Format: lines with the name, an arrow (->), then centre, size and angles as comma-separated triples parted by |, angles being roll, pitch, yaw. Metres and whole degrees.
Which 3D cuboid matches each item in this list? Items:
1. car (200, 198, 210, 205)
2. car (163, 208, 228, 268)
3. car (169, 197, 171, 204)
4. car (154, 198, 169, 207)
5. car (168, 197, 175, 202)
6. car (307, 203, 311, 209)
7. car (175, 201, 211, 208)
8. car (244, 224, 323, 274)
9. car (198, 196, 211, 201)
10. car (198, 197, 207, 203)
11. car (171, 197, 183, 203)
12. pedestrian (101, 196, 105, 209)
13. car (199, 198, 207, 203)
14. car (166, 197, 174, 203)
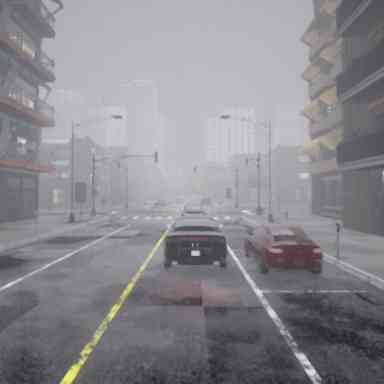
car -> 2.710, 1.972, 70.689 | 1.947, 1.339, 4.313 | 0, 0, 0
car -> 0.102, 1.537, 11.481 | 1.882, 1.535, 5.008 | 0, -1, 0
car -> -5.672, 1.937, 65.165 | 1.947, 1.339, 4.313 | 0, 0, 0
car -> -5.761, 1.880, 59.644 | 1.887, 1.381, 4.507 | 0, 0, 0
car -> -5.664, 2.139, 92.791 | 1.802, 1.307, 4.206 | 0, 0, 0
car -> 17.501, 1.594, 43.960 | 4.313, 1.339, 1.947 | -1, 0, 0
car -> 0.108, 1.615, 23.321 | 2.128, 1.511, 4.902 | 0, 0, 0
car -> 2.695, 1.635, 10.412 | 1.802, 1.307, 4.206 | 0, 0, 0
car -> 2.709, 1.685, 65.165 | 2.192, 1.841, 5.009 | 0, 0, 0
car -> 2.714, 2.069, 87.264 | 2.008, 1.369, 4.403 | 0, 0, 0
car -> -2.979, 1.980, 75.805 | 2.033, 1.411, 5.357 | 0, 0, 0
pedestrian -> -12.499, 1.543, 46.905 | 0.375, 1.860, 0.375 | 0, 0, 0
car -> 2.713, 2.046, 81.739 | 1.947, 1.339, 4.313 | 0, 0, 0
car -> -5.666, 2.100, 87.266 | 1.802, 1.307, 4.206 | 0, 0, 0
